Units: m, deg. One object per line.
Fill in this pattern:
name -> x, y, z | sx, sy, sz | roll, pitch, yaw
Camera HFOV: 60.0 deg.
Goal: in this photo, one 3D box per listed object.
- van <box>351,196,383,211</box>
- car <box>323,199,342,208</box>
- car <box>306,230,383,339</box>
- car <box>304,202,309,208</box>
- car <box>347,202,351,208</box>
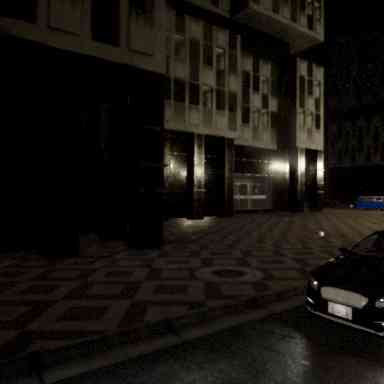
van -> 21.652, 1.417, 39.712 | 1.690, 1.788, 3.998 | 0, 0, -35
car -> 22.045, 1.809, 53.865 | 1.802, 1.307, 4.206 | 0, 0, -35
car -> 4.190, 1.492, 6.350 | 4.902, 1.511, 2.128 | 0, 0, -35
car -> 15.103, 1.699, 48.917 | 1.887, 1.381, 4.507 | 0, 0, -35
car -> 25.319, 1.739, 49.262 | 2.008, 1.369, 4.403 | 0, 0, -35
